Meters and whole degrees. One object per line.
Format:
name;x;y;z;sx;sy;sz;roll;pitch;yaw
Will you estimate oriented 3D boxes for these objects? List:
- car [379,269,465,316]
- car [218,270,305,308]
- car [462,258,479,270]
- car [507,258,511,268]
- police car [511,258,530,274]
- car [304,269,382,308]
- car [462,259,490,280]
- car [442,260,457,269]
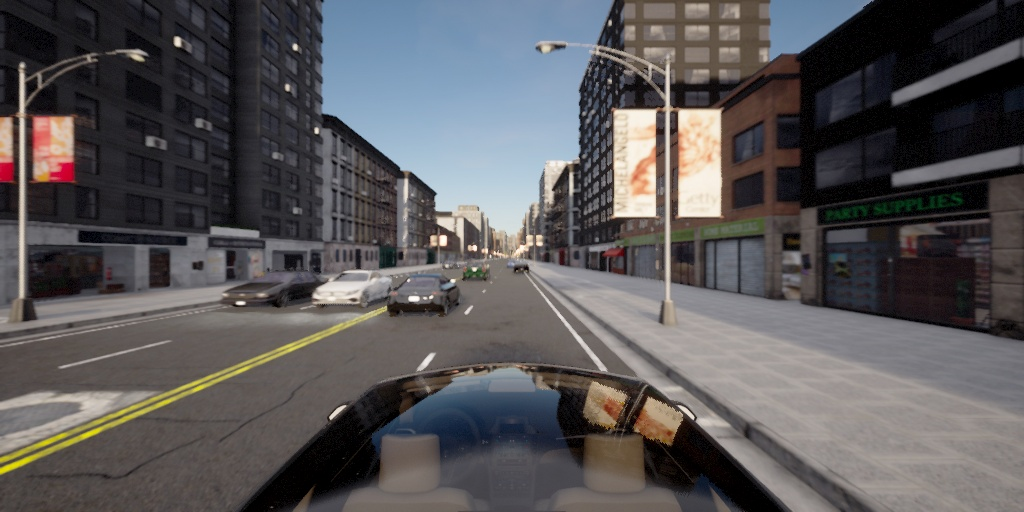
car;-3.151;1.347;13.531;1.994;1.385;4.181;0;0;0
car;-9.847;1.338;15.674;2.033;1.411;5.357;0;0;0
car;-6.554;1.238;56.677;2.097;1.767;4.553;0;0;0
car;0.016;1.447;64.586;2.033;1.411;5.357;0;0;0
police car;1.140;1.289;44.334;1.930;1.638;5.238;0;0;0
car;-6.599;1.315;15.450;1.812;1.442;4.674;0;0;0
car;-3.149;1.189;32.199;2.097;1.767;4.553;0;0;0
car;-9.805;1.378;56.569;2.128;1.511;4.902;0;0;0
